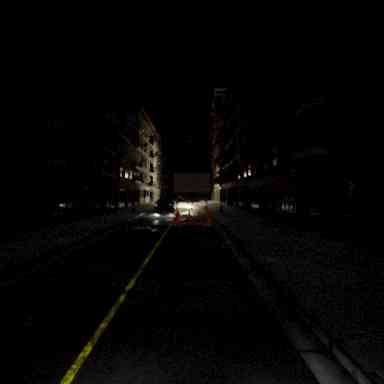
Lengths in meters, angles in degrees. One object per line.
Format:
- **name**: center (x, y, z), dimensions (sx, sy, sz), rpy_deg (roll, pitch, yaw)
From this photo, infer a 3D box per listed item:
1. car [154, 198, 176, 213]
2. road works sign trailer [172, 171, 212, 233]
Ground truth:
- **car**: center (-3.093, 1.468, 37.729), dimensions (2.097, 1.767, 4.553), rpy_deg (0, 0, 0)
- **road works sign trailer**: center (0.005, 0.521, 20.117), dimensions (2.380, 3.560, 2.880), rpy_deg (0, 0, 0)
